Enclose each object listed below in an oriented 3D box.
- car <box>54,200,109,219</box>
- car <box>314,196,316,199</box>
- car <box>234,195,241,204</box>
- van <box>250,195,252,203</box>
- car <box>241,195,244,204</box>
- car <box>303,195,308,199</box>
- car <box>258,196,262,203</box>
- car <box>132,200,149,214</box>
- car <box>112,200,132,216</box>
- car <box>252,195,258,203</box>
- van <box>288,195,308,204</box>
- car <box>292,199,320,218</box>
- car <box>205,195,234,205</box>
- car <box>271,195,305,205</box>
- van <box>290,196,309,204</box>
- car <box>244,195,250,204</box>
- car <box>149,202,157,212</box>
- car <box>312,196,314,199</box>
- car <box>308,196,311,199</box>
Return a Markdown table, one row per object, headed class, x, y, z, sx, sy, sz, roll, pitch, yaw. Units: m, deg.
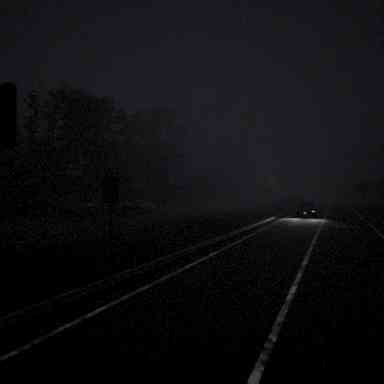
| class | x | y | z | sx | sy | sz | roll | pitch | yaw |
| --- | --- | --- | --- | --- | --- | --- | --- | --- | --- |
| car | -10.196 | 1.597 | 29.969 | 4.674 | 1.452 | 2.002 | 0 | 0 | 23 |
| car | 29.092 | 1.949 | 88.140 | 5.566 | 2.045 | 2.435 | 0 | -1 | 23 |
| car | 7.136 | 1.831 | 70.140 | 5.008 | 1.535 | 2.097 | 0 | 0 | 23 |
| van | 11.442 | 1.748 | 80.413 | 4.442 | 1.987 | 1.878 | 0 | -1 | 23 |
| car | 8.242 | 1.903 | 72.698 | 4.674 | 1.452 | 2.002 | 0 | -1 | 23 |
| car | 19.123 | 1.591 | 64.966 | 5.566 | 2.045 | 2.435 | 0 | -1 | 23 |
| car | 15.017 | 2.099 | 87.968 | 5.366 | 1.575 | 1.946 | 0 | -1 | 23 |
| car | -7.608 | 1.594 | 35.985 | 5.008 | 1.535 | 2.097 | 0 | 0 | 23 |
| car | -8.895 | 1.577 | 32.976 | 4.892 | 1.521 | 2.231 | 0 | 0 | 23 |
| car | 13.749 | 2.099 | 85.481 | 4.674 | 1.452 | 2.002 | 0 | -1 | 23 |
| van | 24.800 | 1.803 | 77.779 | 4.442 | 1.987 | 1.878 | 0 | -1 | 23 |
| car | 11.112 | 1.685 | 32.154 | 1.837 | 1.490 | 4.892 | 0 | 0 | 23 |
| car | 4.939 | 1.779 | 65.024 | 5.008 | 1.535 | 2.097 | 0 | 0 | 23 |
| car | 18.044 | 1.816 | 62.378 | 4.892 | 1.521 | 2.231 | 0 | -1 | 23 |
| van | 26.799 | 1.888 | 83.022 | 4.442 | 1.987 | 1.878 | 0 | -1 | 23 |
| car | 10.477 | 1.809 | 77.800 | 4.553 | 1.767 | 2.185 | 0 | -1 | 23 |
| car | -6.353 | 1.652 | 38.873 | 4.674 | 1.452 | 2.002 | 0 | 0 | 23 |
| car | 28.015 | 2.157 | 85.547 | 5.008 | 1.535 | 2.097 | 0 | -1 | 23 |
| car | 22.452 | 1.695 | 72.688 | 5.566 | 2.045 | 2.435 | 0 | -1 | 23 |
